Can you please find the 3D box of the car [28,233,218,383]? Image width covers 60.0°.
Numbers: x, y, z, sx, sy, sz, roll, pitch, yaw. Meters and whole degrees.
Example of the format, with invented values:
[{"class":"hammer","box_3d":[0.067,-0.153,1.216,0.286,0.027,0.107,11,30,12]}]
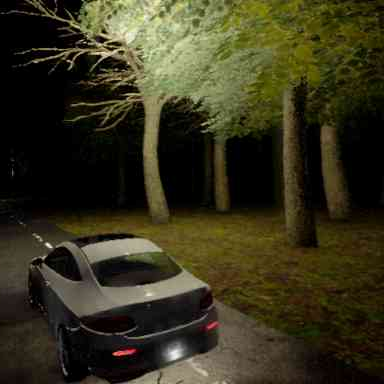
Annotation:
[{"class":"car","box_3d":[-1.427,1.412,5.372,1.812,1.442,4.674,-3,2,-33]}]
